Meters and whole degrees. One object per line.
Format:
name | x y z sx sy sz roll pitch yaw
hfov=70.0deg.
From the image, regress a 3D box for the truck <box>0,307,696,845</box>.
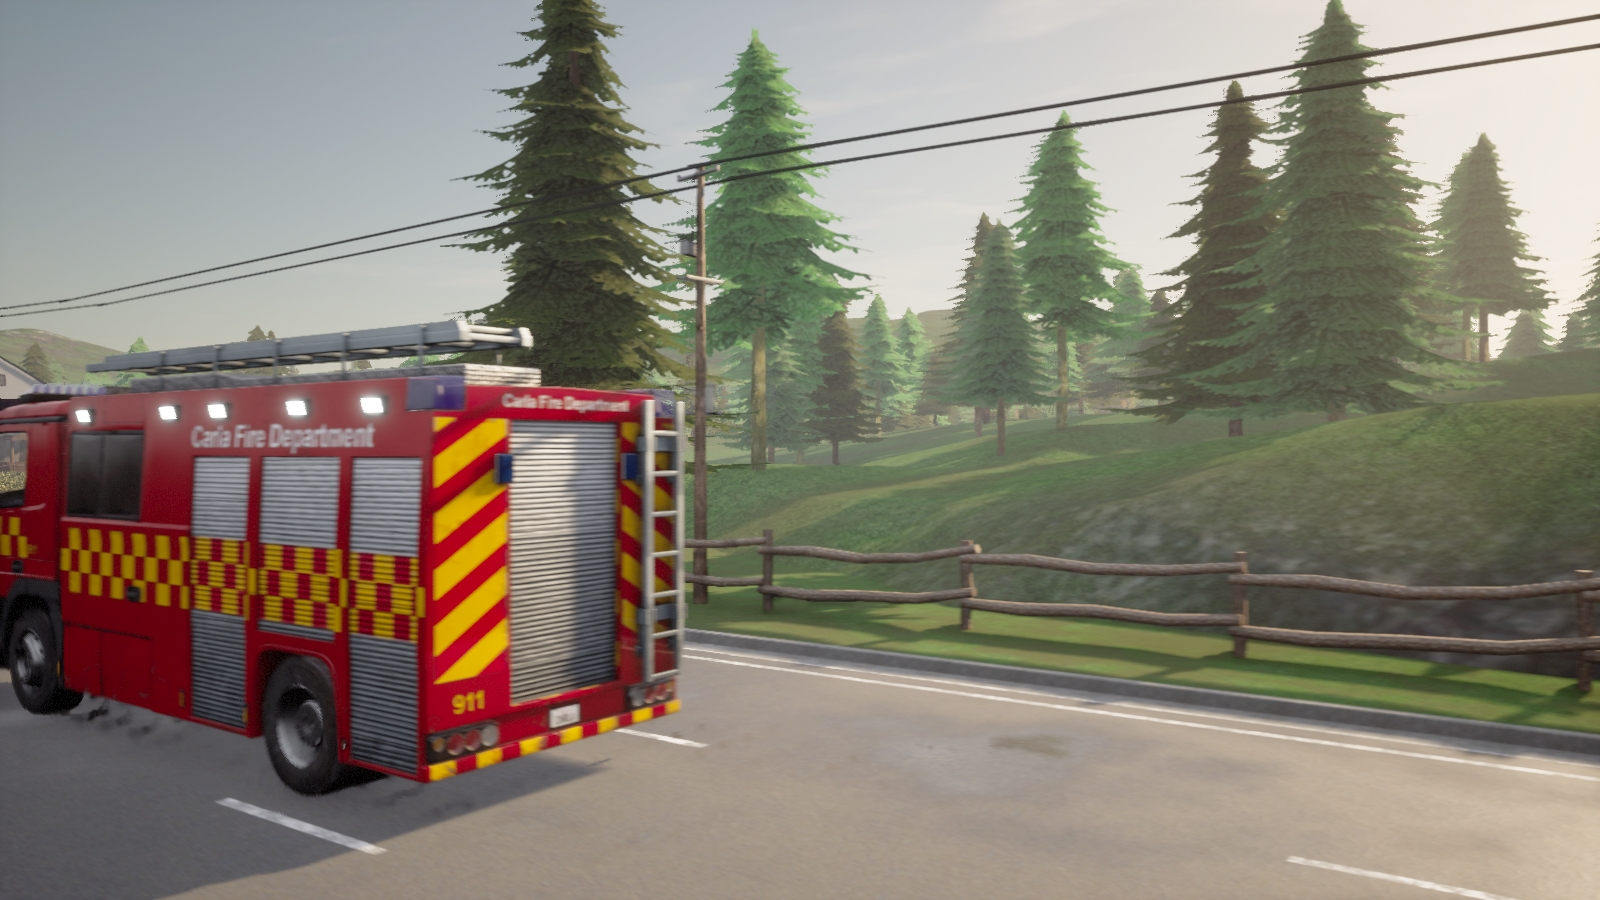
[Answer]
truck | -5.255 0.898 11.743 8.468 3.827 2.891 0 0 35
